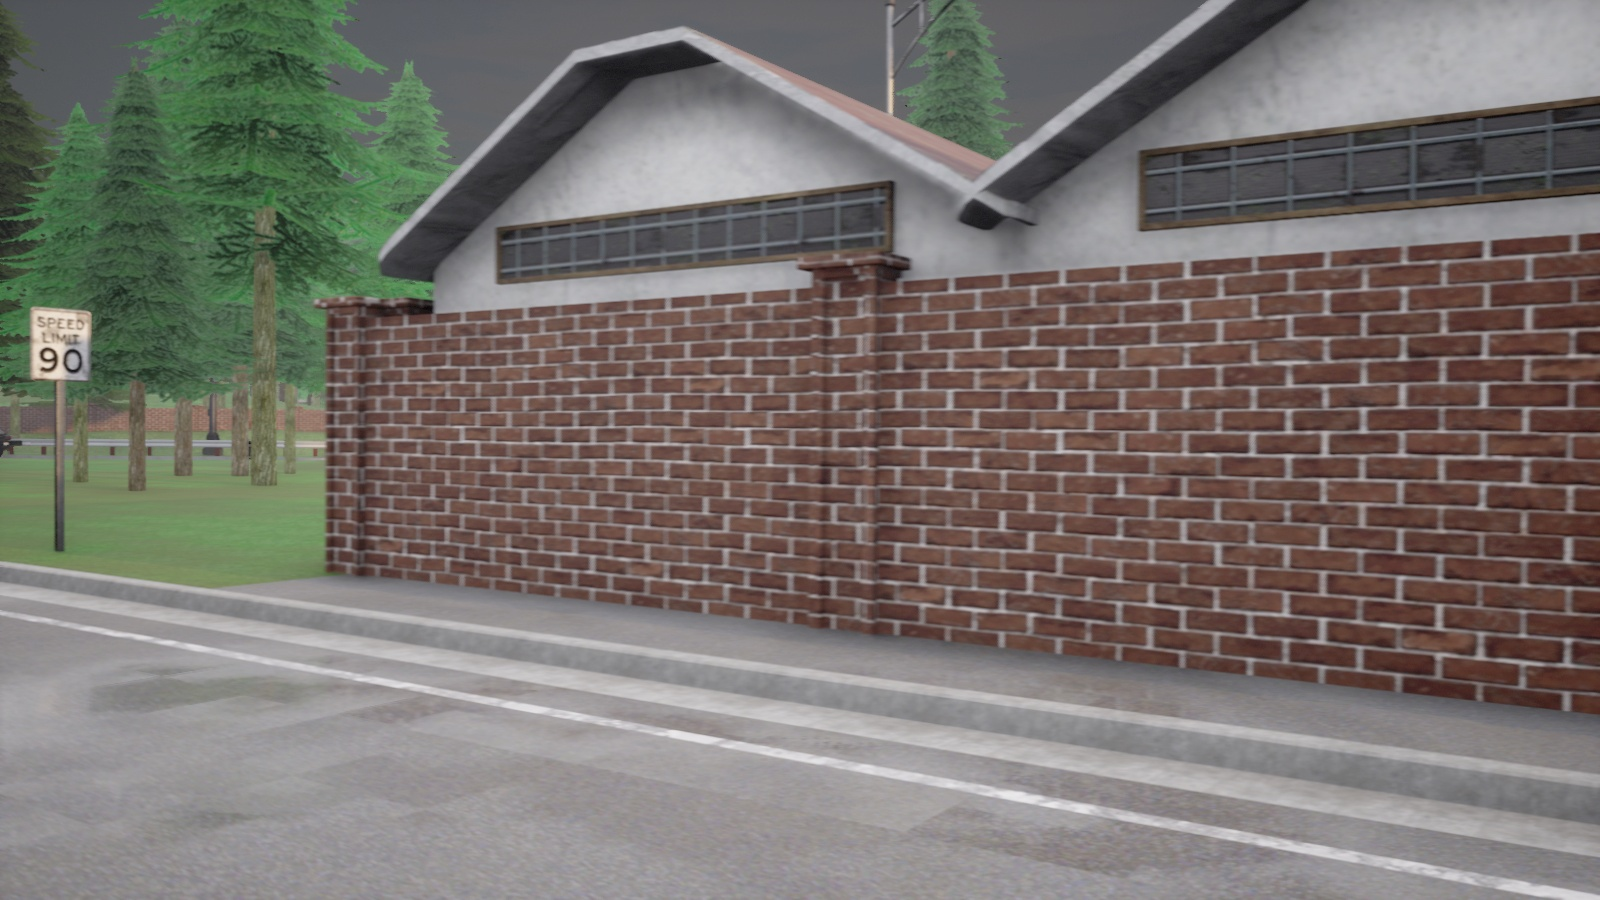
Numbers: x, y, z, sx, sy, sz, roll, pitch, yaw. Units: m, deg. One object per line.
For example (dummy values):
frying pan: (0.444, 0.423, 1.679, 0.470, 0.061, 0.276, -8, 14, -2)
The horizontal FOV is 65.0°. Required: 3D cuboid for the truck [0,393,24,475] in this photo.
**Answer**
truck: (-37.778, -0.633, 53.125, 7.936, 3.462, 2.891, -1, 1, -5)
